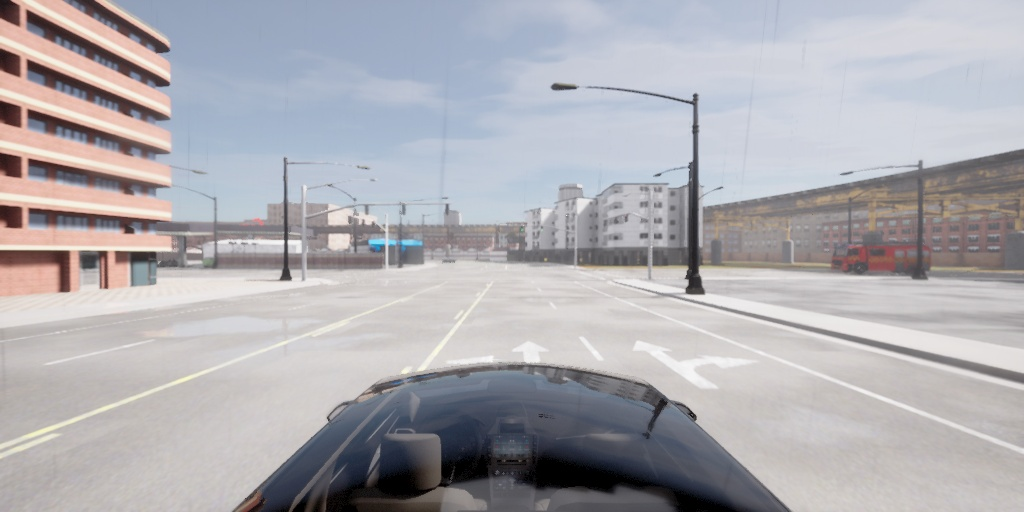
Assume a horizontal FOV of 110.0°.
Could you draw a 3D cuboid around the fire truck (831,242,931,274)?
[{"bbox_3d":[44.478,0.251,43.533,8.468,3.827,2.891,0,0,15],"label":"fire truck"}]
